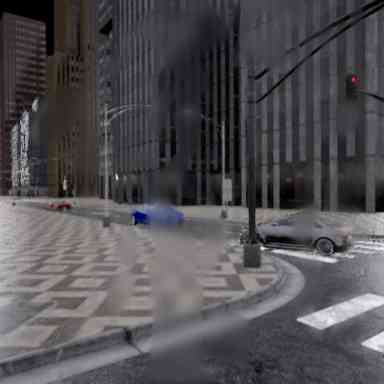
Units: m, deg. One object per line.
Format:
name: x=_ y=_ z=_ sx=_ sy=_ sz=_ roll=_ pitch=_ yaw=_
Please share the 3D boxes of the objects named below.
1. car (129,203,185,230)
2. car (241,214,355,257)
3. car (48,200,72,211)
car: x=-2.381 y=1.470 z=21.522 sx=1.882 sy=1.535 sz=5.008 roll=-1 pitch=0 yaw=-35
car: x=4.003 y=1.557 z=12.929 sx=4.181 sy=1.385 sz=1.994 roll=-1 pitch=1 yaw=38
car: x=-16.361 y=1.661 z=41.293 sx=1.895 sy=1.301 sz=4.718 roll=-1 pitch=0 yaw=-35
